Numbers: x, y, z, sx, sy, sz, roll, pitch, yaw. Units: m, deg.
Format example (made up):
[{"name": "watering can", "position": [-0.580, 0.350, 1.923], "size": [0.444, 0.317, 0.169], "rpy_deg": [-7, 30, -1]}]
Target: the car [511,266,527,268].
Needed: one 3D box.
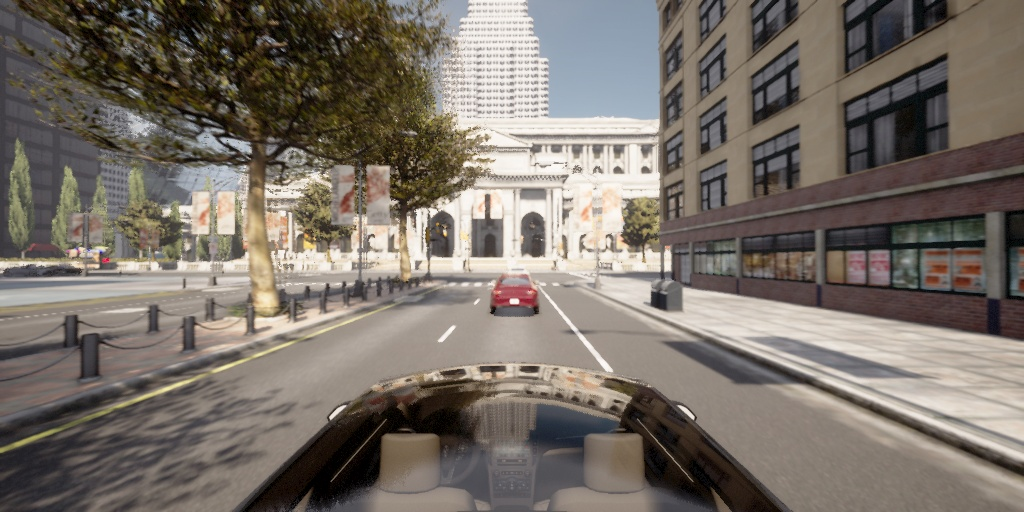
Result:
[{"name": "car", "position": [0.579, 1.544, 29.541], "size": [1.812, 1.442, 4.674], "rpy_deg": [0, 0, 5]}]

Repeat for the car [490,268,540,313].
[{"name": "car", "position": [0.132, 1.399, 14.517], "size": [1.812, 1.442, 4.674], "rpy_deg": [0, 0, 1]}]
